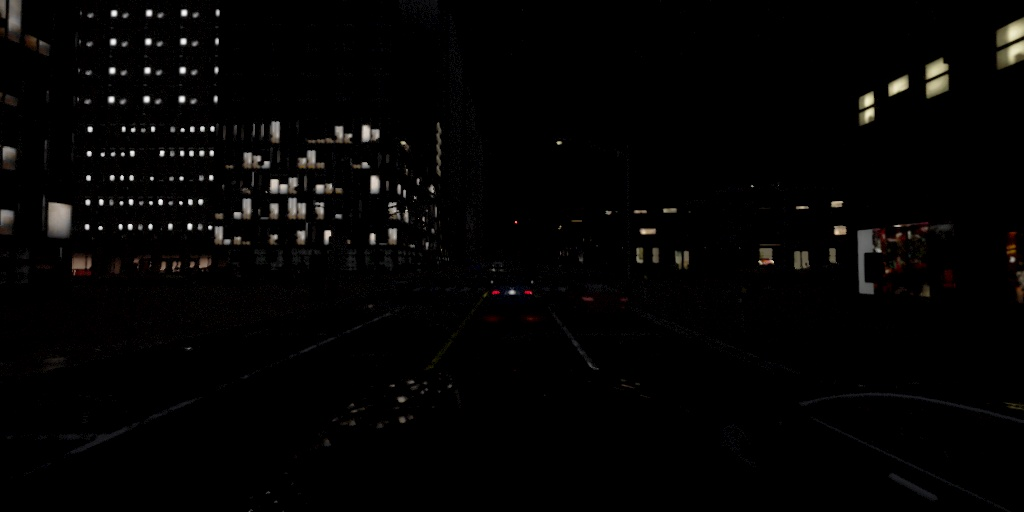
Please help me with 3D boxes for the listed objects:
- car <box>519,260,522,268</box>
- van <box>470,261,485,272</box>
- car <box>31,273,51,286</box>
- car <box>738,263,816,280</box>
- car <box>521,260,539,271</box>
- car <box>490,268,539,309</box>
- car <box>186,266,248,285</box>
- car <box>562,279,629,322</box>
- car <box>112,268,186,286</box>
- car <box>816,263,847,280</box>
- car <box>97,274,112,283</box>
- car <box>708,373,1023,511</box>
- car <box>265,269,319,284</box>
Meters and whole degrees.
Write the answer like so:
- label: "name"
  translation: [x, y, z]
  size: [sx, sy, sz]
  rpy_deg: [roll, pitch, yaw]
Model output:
- label: "car"
  translation: [2.704, 1.642, 61.939]
  size: [2.192, 1.841, 5.009]
  rpy_deg: [0, 0, 0]
- label: "van"
  translation: [-5.678, 1.614, 56.229]
  size: [1.690, 1.789, 3.998]
  rpy_deg: [0, 0, 0]
- label: "car"
  translation: [-40.146, 1.751, 28.978]
  size: [4.097, 1.591, 1.967]
  rpy_deg: [0, 0, 1]
- label: "car"
  translation: [20.695, 1.251, 28.387]
  size: [4.829, 1.417, 1.751]
  rpy_deg: [0, 0, 1]
- label: "car"
  translation: [2.701, 1.660, 50.592]
  size: [1.967, 1.591, 4.097]
  rpy_deg: [0, 0, 0]
- label: "car"
  translation: [0.004, 1.436, 15.855]
  size: [2.033, 1.411, 5.357]
  rpy_deg: [0, -1, 0]
- label: "car"
  translation: [-23.097, 1.585, 28.812]
  size: [4.097, 1.591, 1.967]
  rpy_deg: [0, 0, 1]
- label: "car"
  translation: [2.817, 1.439, 12.631]
  size: [1.802, 1.307, 4.207]
  rpy_deg: [0, 0, 0]
- label: "car"
  translation: [-28.610, 1.726, 28.866]
  size: [4.829, 1.417, 1.751]
  rpy_deg: [0, 0, 1]
- label: "car"
  translation: [26.058, 1.224, 28.335]
  size: [4.403, 1.370, 2.007]
  rpy_deg: [0, 0, 1]
- label: "car"
  translation: [-40.232, 2.063, 37.357]
  size: [4.829, 1.417, 1.751]
  rpy_deg: [0, 0, 1]
- label: "car"
  translation: [2.691, 1.300, 1.679]
  size: [2.007, 1.370, 4.403]
  rpy_deg: [0, 0, 0]
- label: "car"
  translation: [-17.414, 1.672, 28.757]
  size: [4.207, 1.307, 1.802]
  rpy_deg: [0, 0, 1]
